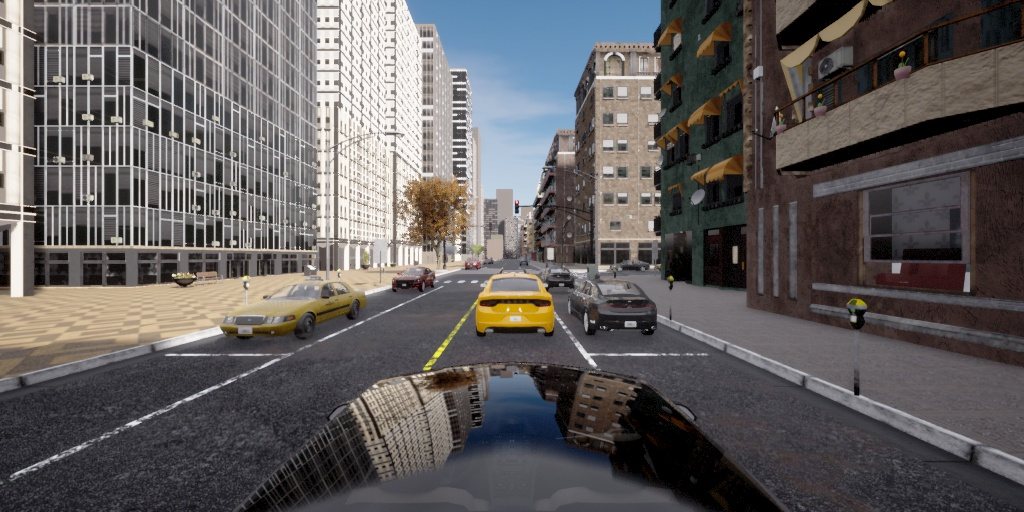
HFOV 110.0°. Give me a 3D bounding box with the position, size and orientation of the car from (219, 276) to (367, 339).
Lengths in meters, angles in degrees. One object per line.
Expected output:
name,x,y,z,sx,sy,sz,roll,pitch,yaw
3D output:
car,-5.710,1.276,10.079,1.751,1.417,4.829,0,0,0

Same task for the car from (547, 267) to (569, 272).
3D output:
car,2.644,1.305,21.333,2.007,1.370,4.403,0,0,0

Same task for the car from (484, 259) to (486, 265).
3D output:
car,-5.823,1.357,59.225,1.948,1.339,4.313,0,0,0

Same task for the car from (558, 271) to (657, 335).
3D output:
car,2.669,1.301,10.268,2.007,1.370,4.403,0,0,0

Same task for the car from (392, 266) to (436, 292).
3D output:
car,-5.736,1.300,21.314,1.888,1.381,4.507,0,0,0

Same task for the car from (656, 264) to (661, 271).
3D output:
car,18.743,1.006,40.841,4.829,1.417,1.751,0,0,-1

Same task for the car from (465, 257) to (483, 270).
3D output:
car,-5.810,1.099,53.702,2.192,1.841,5.009,0,0,0

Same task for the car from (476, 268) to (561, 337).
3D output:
car,0.069,1.228,10.360,1.882,1.535,5.008,0,0,0

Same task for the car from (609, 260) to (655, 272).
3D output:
car,13.346,1.109,40.774,4.403,1.370,2.007,0,0,-1
